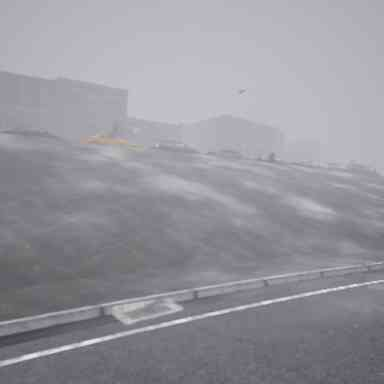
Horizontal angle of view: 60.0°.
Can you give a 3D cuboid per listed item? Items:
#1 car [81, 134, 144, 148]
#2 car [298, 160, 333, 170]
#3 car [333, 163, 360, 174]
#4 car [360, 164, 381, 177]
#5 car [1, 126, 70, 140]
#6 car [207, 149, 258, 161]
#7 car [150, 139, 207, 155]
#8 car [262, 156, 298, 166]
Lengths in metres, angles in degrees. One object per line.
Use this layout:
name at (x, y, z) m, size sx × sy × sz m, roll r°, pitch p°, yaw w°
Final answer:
car at (-6.327, -3.784, 26.684) m, size 5.008 × 1.535 × 2.097 m, roll 3°, pitch -1°, yaw -26°
car at (13.031, -2.761, 37.478) m, size 4.892 × 1.521 × 2.231 m, roll 3°, pitch -2°, yaw -31°
car at (17.797, -2.607, 40.485) m, size 4.553 × 1.767 × 2.185 m, roll 3°, pitch -2°, yaw -32°
car at (22.485, -2.432, 43.564) m, size 5.566 × 2.045 × 2.435 m, roll 4°, pitch -2°, yaw -33°
car at (-11.308, -3.999, 24.248) m, size 4.674 × 1.452 × 2.002 m, roll 3°, pitch -1°, yaw -25°
car at (3.598, -3.237, 31.956) m, size 4.792 × 1.488 × 2.163 m, roll 3°, pitch -1°, yaw -29°
car at (-1.418, -3.656, 29.217) m, size 4.553 × 1.767 × 2.185 m, roll 3°, pitch -1°, yaw -27°
car at (8.386, -2.973, 34.690) m, size 4.674 × 1.452 × 2.002 m, roll 3°, pitch -1°, yaw -30°
